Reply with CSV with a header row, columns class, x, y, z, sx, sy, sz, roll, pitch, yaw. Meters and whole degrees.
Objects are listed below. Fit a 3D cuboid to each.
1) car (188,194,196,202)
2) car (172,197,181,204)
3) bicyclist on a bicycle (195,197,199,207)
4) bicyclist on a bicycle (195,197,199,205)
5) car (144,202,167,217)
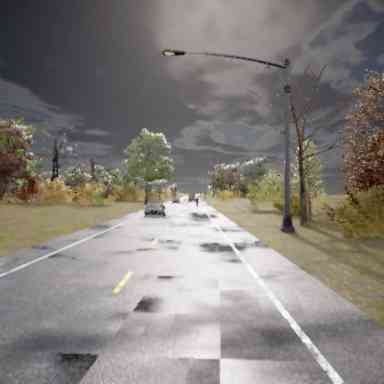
class,x,y,z,sx,sy,sz,roll,pitch,yaw
car,-0.016,1.810,82.433,1.895,1.301,4.718,0,0,0
car,-3.517,1.841,74.970,2.033,1.411,5.357,0,0,0
bicyclist on a bicycle,0.951,1.724,56.342,0.582,1.620,1.656,0,-1,0
bicyclist on a bicycle,0.941,1.749,66.193,0.866,1.612,1.509,0,-1,0
car,-3.599,1.733,33.436,1.994,1.385,4.181,0,0,0
